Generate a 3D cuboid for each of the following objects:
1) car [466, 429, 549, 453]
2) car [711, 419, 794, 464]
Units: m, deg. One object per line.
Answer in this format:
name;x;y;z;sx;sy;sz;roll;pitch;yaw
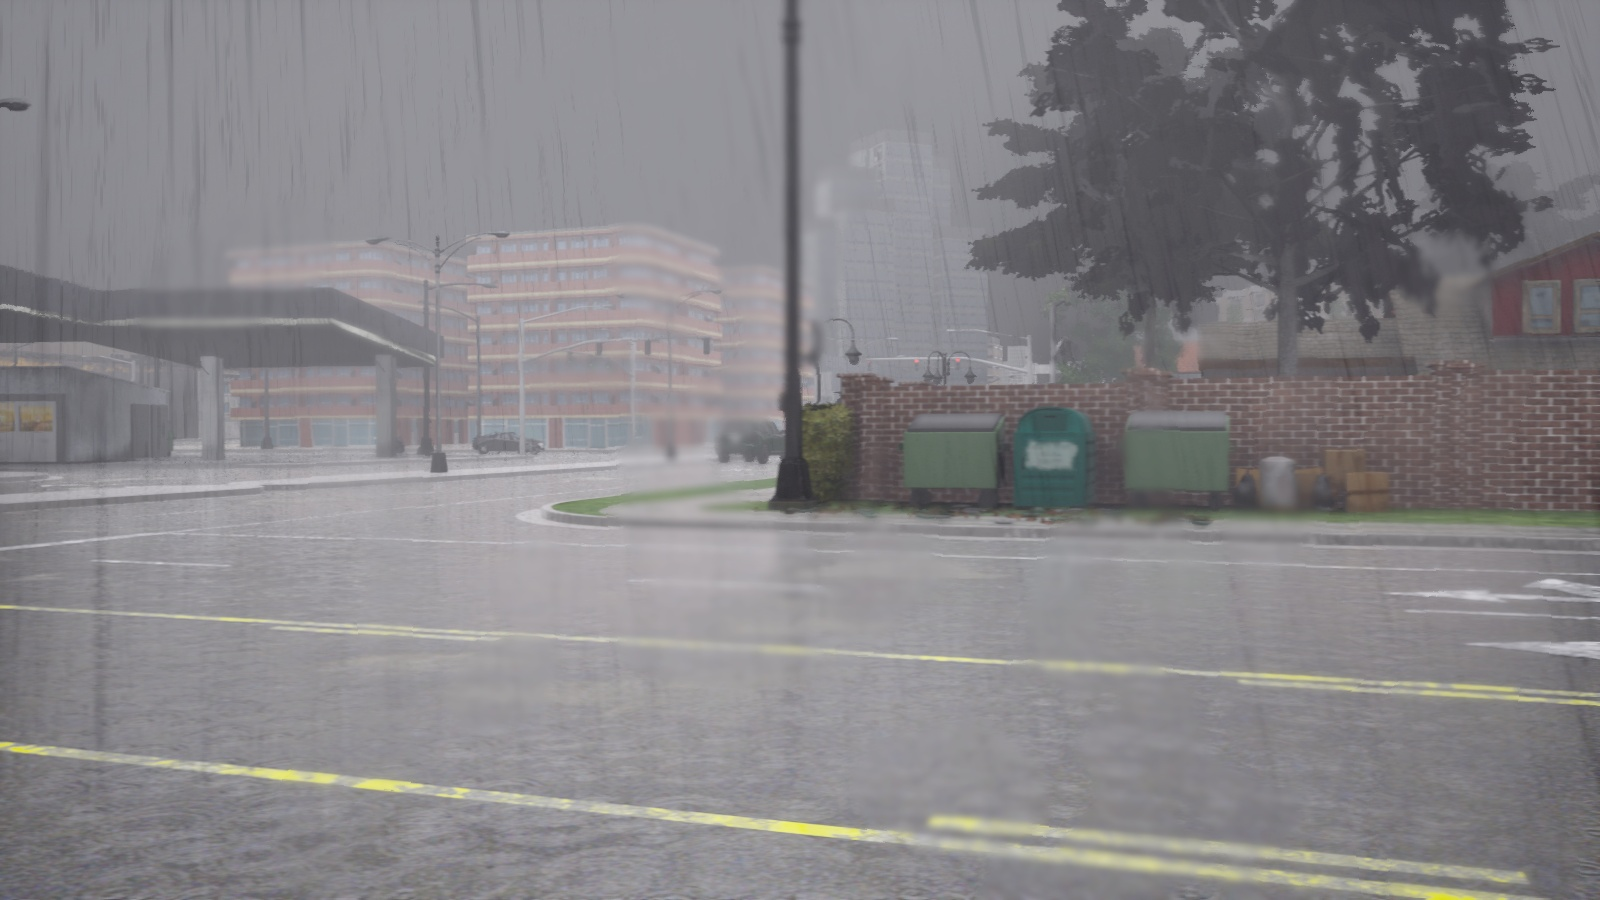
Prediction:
car;-19.349;-0.621;83.131;4.902;1.511;2.128;0;1;17
car;-2.174;-0.419;59.701;2.150;2.045;5.566;1;1;18
